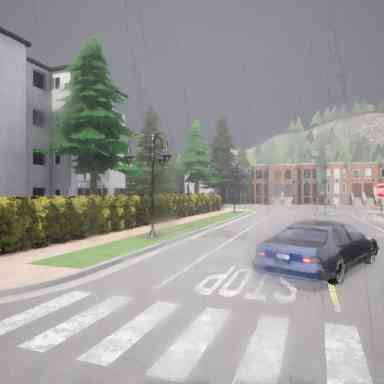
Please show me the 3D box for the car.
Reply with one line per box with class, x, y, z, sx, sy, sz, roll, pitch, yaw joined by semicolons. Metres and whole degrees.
car;3.766;1.538;9.533;2.033;1.411;5.357;0;0;41
